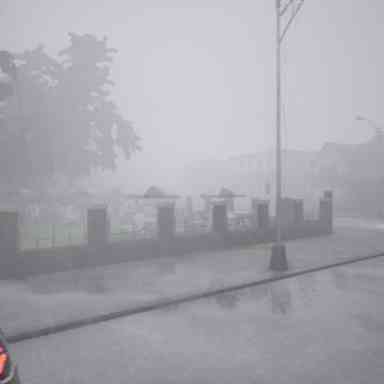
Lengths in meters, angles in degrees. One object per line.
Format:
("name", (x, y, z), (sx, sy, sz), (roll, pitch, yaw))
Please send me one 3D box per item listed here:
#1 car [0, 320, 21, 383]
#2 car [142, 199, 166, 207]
("car", (-3.614, 1.357, 2.019), (4.553, 1.767, 2.097), (0, 0, -35))
("car", (-4.900, 1.441, 43.804), (2.128, 1.511, 4.902), (0, 0, -35))
